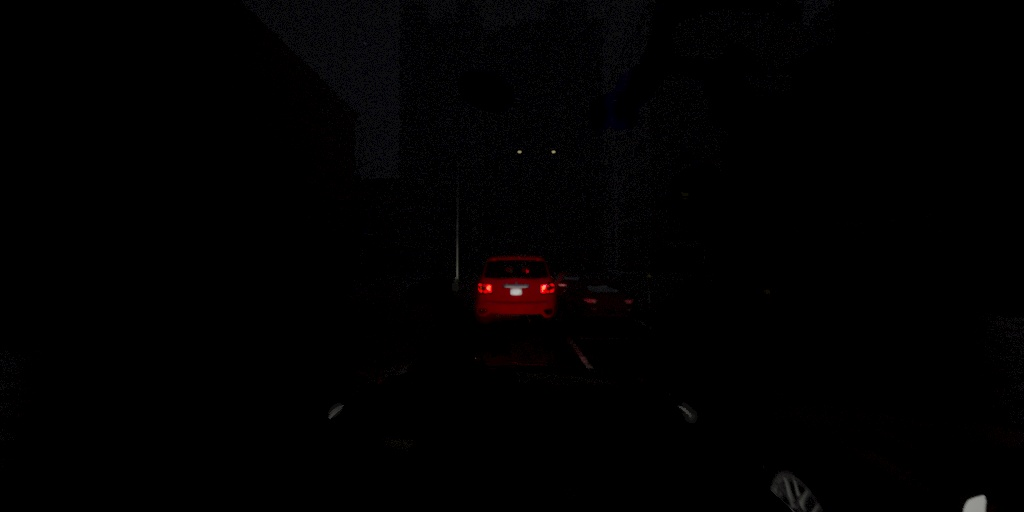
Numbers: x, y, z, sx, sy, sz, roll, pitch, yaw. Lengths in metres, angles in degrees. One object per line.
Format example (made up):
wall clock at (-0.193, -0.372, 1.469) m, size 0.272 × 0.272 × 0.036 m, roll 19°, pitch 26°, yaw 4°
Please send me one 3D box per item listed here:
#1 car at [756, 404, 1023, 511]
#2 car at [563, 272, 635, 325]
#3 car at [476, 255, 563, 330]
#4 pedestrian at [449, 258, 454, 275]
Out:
car at (2.630, 1.293, 0.819) m, size 1.888 × 1.381 × 4.507 m, roll 0°, pitch 0°, yaw 0°
car at (2.680, 1.361, 11.695) m, size 1.802 × 1.307 × 4.207 m, roll 0°, pitch 0°, yaw 0°
car at (0.133, 0.997, 11.450) m, size 2.150 × 2.045 × 5.566 m, roll 0°, pitch -1°, yaw 1°
pedestrian at (-6.658, 1.154, 39.261) m, size 0.375 × 1.860 × 0.375 m, roll 0°, pitch -1°, yaw 0°
